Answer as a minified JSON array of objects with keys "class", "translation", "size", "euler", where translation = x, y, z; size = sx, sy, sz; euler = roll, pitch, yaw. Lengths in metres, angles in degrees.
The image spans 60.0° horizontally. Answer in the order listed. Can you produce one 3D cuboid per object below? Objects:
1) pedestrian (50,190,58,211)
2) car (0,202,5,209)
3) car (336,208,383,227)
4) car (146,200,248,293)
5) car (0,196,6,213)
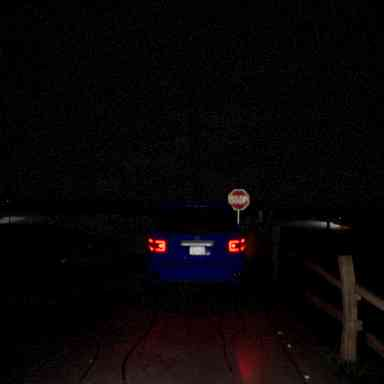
[{"class":"pedestrian","translation":[-12.081,0.755,28.947],"size":[0.375,1.860,0.375],"euler":[0,1,0]},{"class":"car","translation":[-15.987,1.080,22.998],"size":[4.674,1.442,1.812],"euler":[2,3,0]},{"class":"car","translation":[13.516,1.930,25.847],"size":[4.181,1.385,1.994],"euler":[2,3,1]},{"class":"car","translation":[0.083,1.207,8.992],"size":[2.150,2.045,5.566],"euler":[0,0,0]},{"class":"car","translation":[-17.464,0.962,26.009],"size":[4.718,1.301,1.895],"euler":[2,3,0]}]
